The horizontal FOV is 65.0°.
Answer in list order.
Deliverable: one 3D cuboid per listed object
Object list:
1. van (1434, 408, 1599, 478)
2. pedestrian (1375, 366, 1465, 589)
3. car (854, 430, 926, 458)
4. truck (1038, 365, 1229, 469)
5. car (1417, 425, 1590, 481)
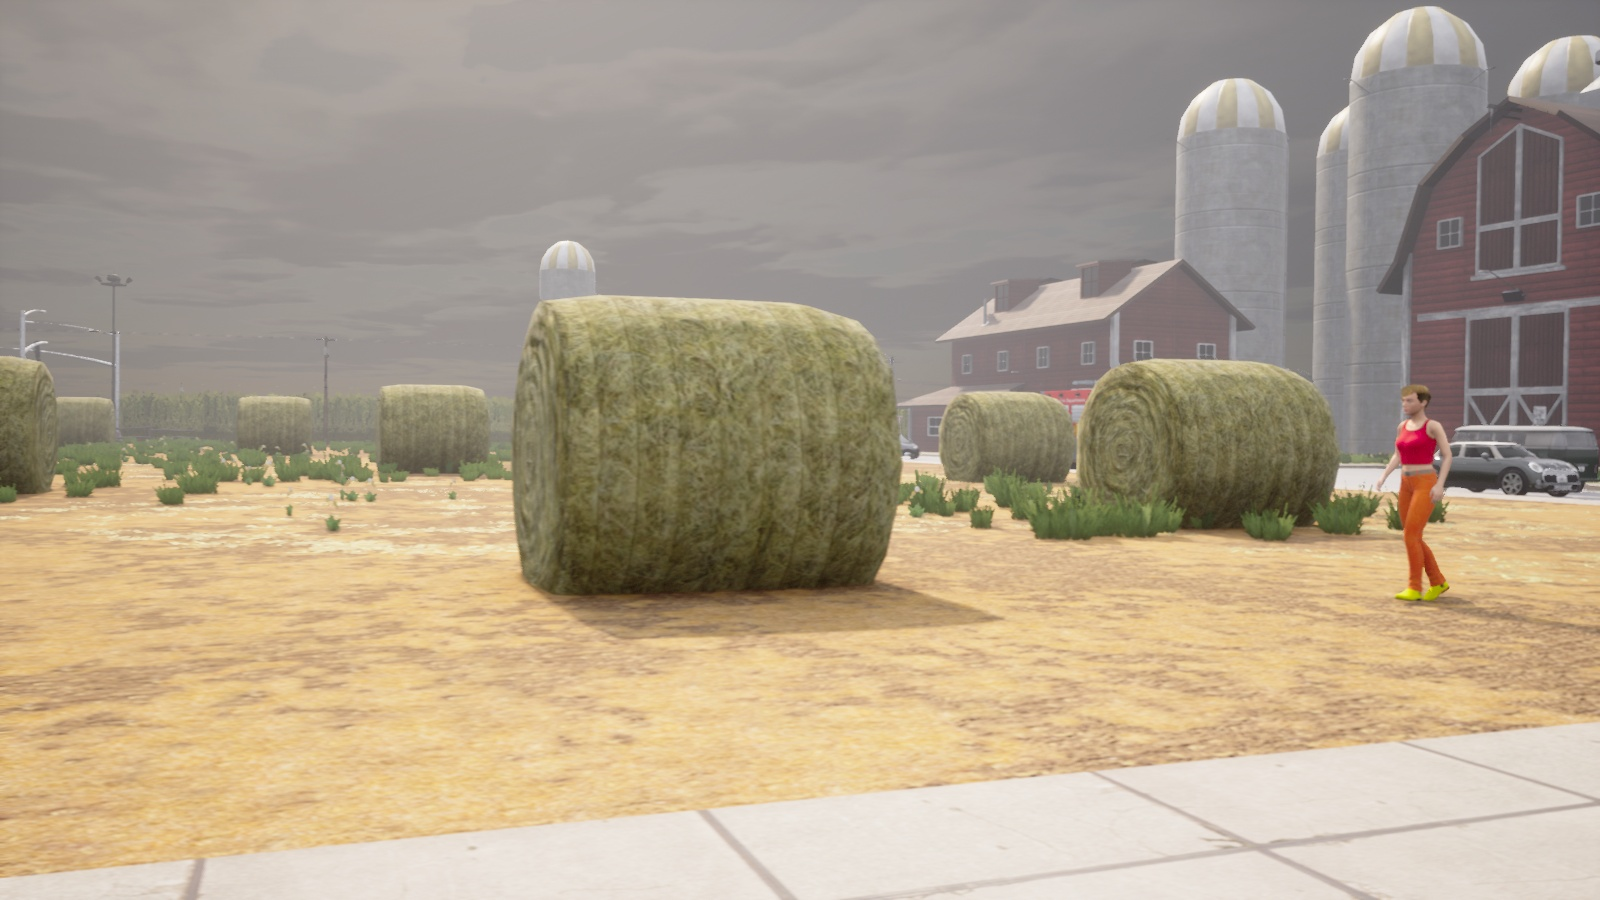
[{"bbox_3d":[21.860,-0.234,38.302,1.775,1.987,4.442,-1,1,-22],"label":"van"},{"bbox_3d":[5.220,0.222,10.579,0.594,1.836,0.345,-1,1,-12],"label":"pedestrian"},{"bbox_3d":[5.015,-0.348,70.934,2.163,1.488,4.792,-1,1,-22],"label":"car"},{"bbox_3d":[13.176,-1.286,50.517,2.891,3.827,8.468,-1,1,-22],"label":"truck"},{"bbox_3d":[19.457,0.050,34.898,1.970,1.475,3.806,-1,1,-22],"label":"car"}]
